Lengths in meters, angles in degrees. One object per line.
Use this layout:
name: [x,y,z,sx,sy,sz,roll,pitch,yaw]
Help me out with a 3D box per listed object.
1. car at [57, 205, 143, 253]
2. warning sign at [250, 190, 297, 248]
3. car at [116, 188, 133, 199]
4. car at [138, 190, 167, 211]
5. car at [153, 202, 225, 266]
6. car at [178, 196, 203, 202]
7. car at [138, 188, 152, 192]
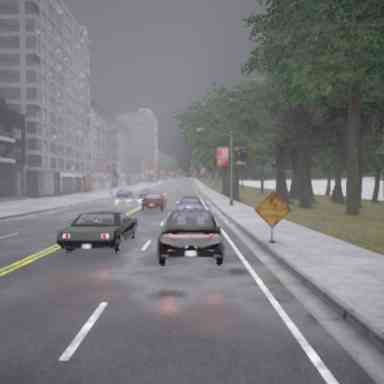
car: [-3.276,1.357,12.545,1.895,1.301,4.718,0,1,0]
warning sign: [2.783,0.888,11.512,1.300,1.860,1.060,1,2,0]
car: [-10.185,0.178,50.331,1.882,1.535,5.008,0,2,0]
car: [-3.385,0.841,30.403,1.882,1.535,5.008,0,2,0]
car: [-0.025,1.281,10.734,2.128,1.511,4.902,0,1,0]
car: [-0.130,1.040,25.286,2.033,1.411,5.357,0,1,0]
car: [-6.937,0.196,50.519,1.837,1.490,4.892,0,2,0]
